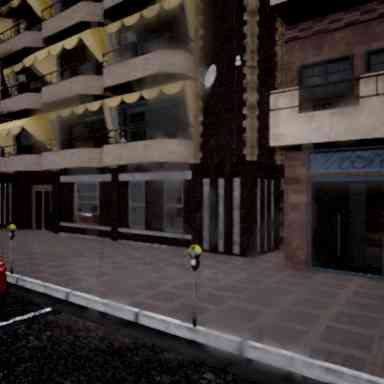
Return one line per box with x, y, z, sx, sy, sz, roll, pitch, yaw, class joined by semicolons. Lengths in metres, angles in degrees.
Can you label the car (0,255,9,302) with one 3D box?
-5.634;1.433;6.889;4.097;1.590;1.967;0;0;35;car
